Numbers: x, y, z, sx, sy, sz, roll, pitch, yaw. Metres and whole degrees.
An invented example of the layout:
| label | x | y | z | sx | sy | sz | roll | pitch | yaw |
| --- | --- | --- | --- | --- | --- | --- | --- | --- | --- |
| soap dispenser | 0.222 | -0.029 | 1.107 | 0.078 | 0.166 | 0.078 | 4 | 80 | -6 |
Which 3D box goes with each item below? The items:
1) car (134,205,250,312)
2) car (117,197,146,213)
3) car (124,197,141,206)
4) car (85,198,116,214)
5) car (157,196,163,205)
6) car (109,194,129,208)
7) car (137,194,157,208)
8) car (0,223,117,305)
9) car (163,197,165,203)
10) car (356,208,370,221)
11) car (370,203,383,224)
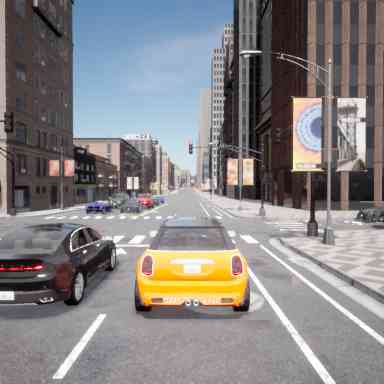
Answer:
| label | x | y | z | sx | sy | sz | roll | pitch | yaw |
| --- | --- | --- | --- | --- | --- | --- | --- | --- | --- |
| car | 0.010 | 1.351 | 7.887 | 2.097 | 1.767 | 4.553 | 0 | 0 | 0 |
| car | -6.603 | 1.580 | 36.719 | 1.994 | 1.385 | 4.181 | 0 | 0 | 0 |
| car | -9.820 | 1.591 | 55.277 | 1.994 | 1.385 | 4.181 | 0 | 0 | 2 |
| car | -9.851 | 1.616 | 35.559 | 1.895 | 1.301 | 4.718 | 0 | 0 | 0 |
| car | -6.587 | 1.591 | 55.969 | 1.994 | 1.385 | 4.181 | 0 | 0 | 0 |
| car | -9.845 | 1.243 | 45.319 | 2.150 | 2.045 | 5.566 | 0 | 0 | 1 |
| car | -6.601 | 1.244 | 45.996 | 2.150 | 2.045 | 5.566 | 0 | 0 | 1 |
| car | -3.154 | 1.504 | 8.031 | 1.837 | 1.490 | 4.892 | 0 | 0 | 0 |
| car | -6.535 | 1.507 | 66.042 | 1.882 | 1.535 | 5.008 | 0 | 0 | 1 |
| car | 13.985 | 1.470 | 23.556 | 4.181 | 1.385 | 1.994 | 0 | 1 | 0 |
| car | 13.889 | 1.486 | 20.379 | 4.674 | 1.442 | 1.812 | 0 | 1 | 0 |
